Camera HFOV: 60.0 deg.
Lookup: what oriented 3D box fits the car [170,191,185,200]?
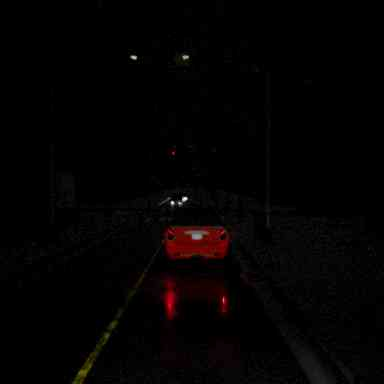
[{"bbox_3d":[-2.505,0.803,55.230,2.033,1.411,5.357,0,2,1],"label":"car"}]

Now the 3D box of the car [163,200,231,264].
[{"bbox_3d":[0.160,1.352,12.065,2.097,1.767,4.553,0,0,0],"label":"car"}]

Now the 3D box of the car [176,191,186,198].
[{"bbox_3d":[-2.356,0.426,70.429,1.895,1.301,4.718,0,2,0],"label":"car"}]

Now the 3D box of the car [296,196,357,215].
[{"bbox_3d":[12.895,1.302,32.714,5.009,1.841,2.192,1,0,0],"label":"car"}]

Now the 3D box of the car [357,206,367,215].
[{"bbox_3d":[18.294,1.647,32.693,4.206,1.307,1.802,1,0,0],"label":"car"}]
